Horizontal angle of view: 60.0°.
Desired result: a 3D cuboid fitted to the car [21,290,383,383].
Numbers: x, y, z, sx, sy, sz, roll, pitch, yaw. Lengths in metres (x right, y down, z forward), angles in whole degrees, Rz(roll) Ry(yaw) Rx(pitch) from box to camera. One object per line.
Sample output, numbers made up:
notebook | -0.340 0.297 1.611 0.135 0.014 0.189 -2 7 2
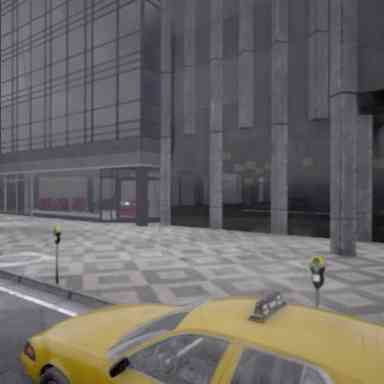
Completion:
car | 0.387 1.517 2.805 4.829 1.417 1.752 1 0 36
